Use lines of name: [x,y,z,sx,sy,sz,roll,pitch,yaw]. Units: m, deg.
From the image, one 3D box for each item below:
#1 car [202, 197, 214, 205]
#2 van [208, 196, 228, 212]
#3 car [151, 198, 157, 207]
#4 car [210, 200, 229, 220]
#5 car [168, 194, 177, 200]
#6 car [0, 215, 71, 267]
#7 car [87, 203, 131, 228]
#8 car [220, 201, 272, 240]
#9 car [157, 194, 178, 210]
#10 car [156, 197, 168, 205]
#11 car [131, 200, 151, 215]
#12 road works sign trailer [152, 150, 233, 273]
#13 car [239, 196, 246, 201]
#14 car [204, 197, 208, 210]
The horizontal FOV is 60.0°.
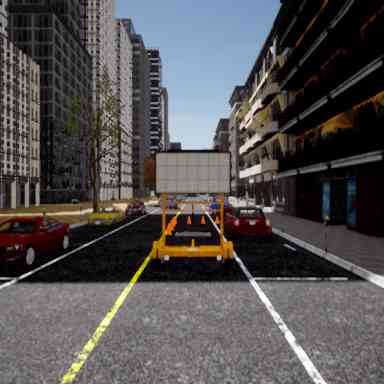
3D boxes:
car: [2.867,1.567,61.178,2.008,1.369,4.403,0,0,0]
van: [2.785,1.342,33.514,1.690,1.788,3.998,0,0,0]
car: [-5.546,1.533,49.967,1.752,1.417,4.829,0,0,0]
car: [2.769,1.580,27.982,1.802,1.307,4.206,0,0,0]
car: [-5.419,1.373,93.591,2.192,1.841,5.009,0,0,0]
car: [-5.660,1.542,11.408,1.887,1.381,4.507,0,0,0]
car: [-5.627,1.522,22.304,1.752,1.417,4.829,0,0,0]
car: [2.737,1.436,16.916,1.967,1.590,4.097,0,0,0]
car: [-2.956,1.356,42.862,2.097,1.767,4.553,0,0,0]
car: [-5.513,1.561,61.203,1.887,1.381,4.507,0,0,0]
car: [-5.595,1.583,33.540,1.802,1.307,4.206,0,0,0]
road works sign trailer: [0.028,0.461,10.593,2.380,3.560,2.880,0,0,0]
car: [13.661,1.378,80.552,4.403,1.369,2.008,-1,1,0]
car: [2.802,1.443,39.047,1.967,1.590,4.097,0,0,0]
